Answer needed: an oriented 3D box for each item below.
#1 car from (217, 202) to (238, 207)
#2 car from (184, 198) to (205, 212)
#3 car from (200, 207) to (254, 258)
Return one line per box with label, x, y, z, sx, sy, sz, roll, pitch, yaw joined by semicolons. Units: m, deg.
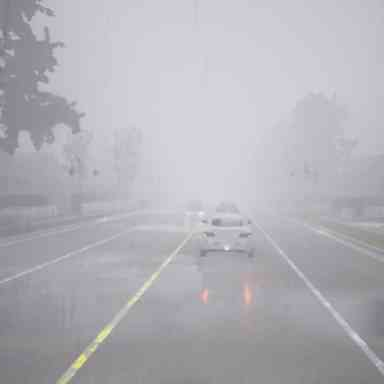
car;3.182;1.560;30.071;1.994;1.385;4.181;1;0;6
car;0.411;1.486;38.807;1.812;1.442;4.674;1;0;6
car;1.341;1.524;12.813;1.812;1.442;4.674;1;0;6
